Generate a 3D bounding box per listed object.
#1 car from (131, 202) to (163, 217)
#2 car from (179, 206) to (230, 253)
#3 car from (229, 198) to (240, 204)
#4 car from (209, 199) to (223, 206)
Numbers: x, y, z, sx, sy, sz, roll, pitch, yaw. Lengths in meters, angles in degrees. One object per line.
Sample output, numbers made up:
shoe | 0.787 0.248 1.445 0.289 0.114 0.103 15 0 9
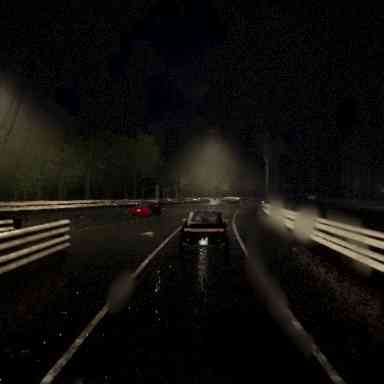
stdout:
car | -4.442 1.732 33.409 1.994 1.385 4.181 0 -1 17
car | 0.574 1.573 14.120 2.128 1.511 4.902 0 0 4
car | 10.131 2.232 79.720 2.033 1.411 5.357 0 -1 17
car | 4.554 2.007 62.006 1.812 1.442 4.674 0 -1 17
